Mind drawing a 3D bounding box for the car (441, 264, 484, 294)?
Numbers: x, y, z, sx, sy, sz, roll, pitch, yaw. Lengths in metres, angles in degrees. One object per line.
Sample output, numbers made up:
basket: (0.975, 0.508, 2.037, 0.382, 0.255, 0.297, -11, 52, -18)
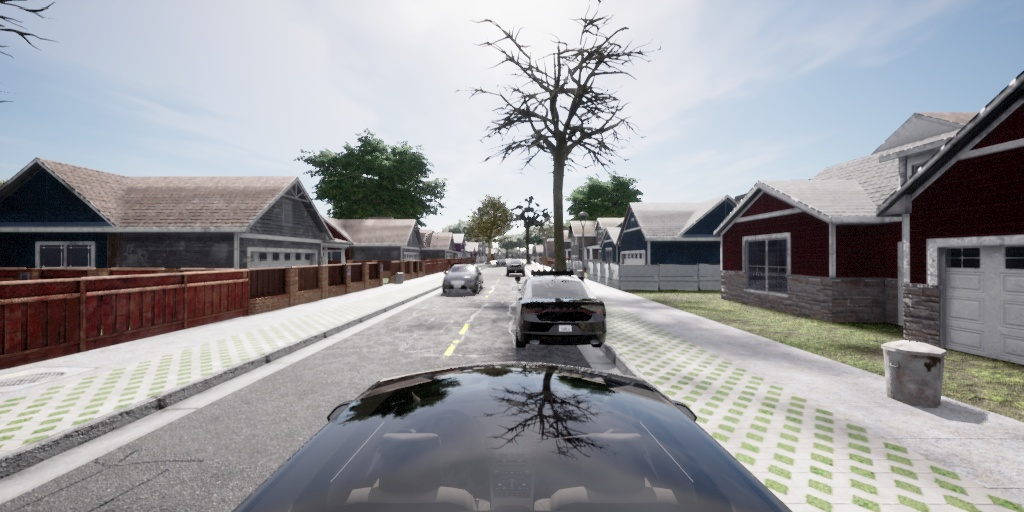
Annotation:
car: (-2.679, 1.238, 20.200, 2.128, 1.511, 4.902, 0, 0, 1)

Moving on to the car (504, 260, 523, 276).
car: (0.390, 1.240, 36.888, 1.837, 1.490, 4.892, 0, 0, 1)

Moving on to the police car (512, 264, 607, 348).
police car: (1.038, 1.174, 9.410, 1.930, 1.638, 5.238, 0, 0, 1)
